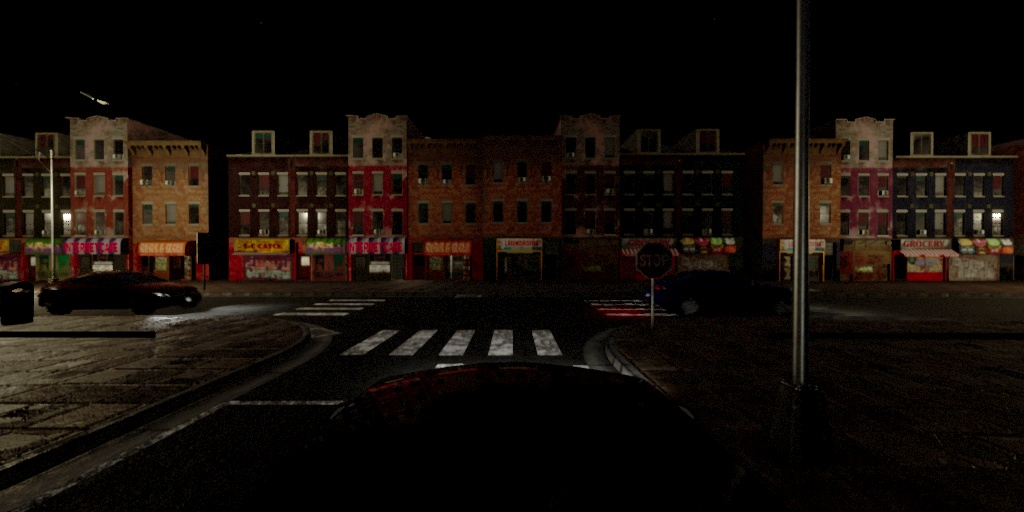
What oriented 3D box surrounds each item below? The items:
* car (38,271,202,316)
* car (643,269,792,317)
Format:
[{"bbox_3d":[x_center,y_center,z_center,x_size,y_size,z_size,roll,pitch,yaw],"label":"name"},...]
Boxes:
[{"bbox_3d":[-13.914,1.276,12.840,4.674,1.442,1.812,0,1,0],"label":"car"},{"bbox_3d":[7.303,1.242,12.765,5.008,1.535,1.882,0,1,0],"label":"car"}]
